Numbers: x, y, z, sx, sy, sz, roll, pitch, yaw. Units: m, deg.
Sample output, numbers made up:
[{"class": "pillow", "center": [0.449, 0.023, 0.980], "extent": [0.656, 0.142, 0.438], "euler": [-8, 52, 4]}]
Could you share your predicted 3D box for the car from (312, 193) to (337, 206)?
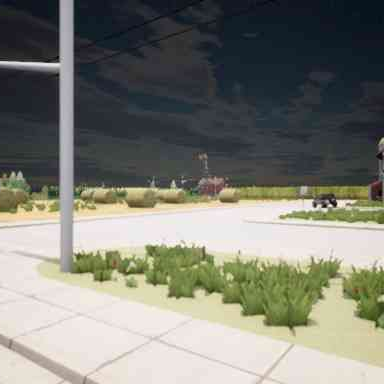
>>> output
[{"class": "car", "center": [17.438, 1.123, 43.739], "extent": [1.905, 1.878, 3.866], "euler": [-6, -1, -8]}]
